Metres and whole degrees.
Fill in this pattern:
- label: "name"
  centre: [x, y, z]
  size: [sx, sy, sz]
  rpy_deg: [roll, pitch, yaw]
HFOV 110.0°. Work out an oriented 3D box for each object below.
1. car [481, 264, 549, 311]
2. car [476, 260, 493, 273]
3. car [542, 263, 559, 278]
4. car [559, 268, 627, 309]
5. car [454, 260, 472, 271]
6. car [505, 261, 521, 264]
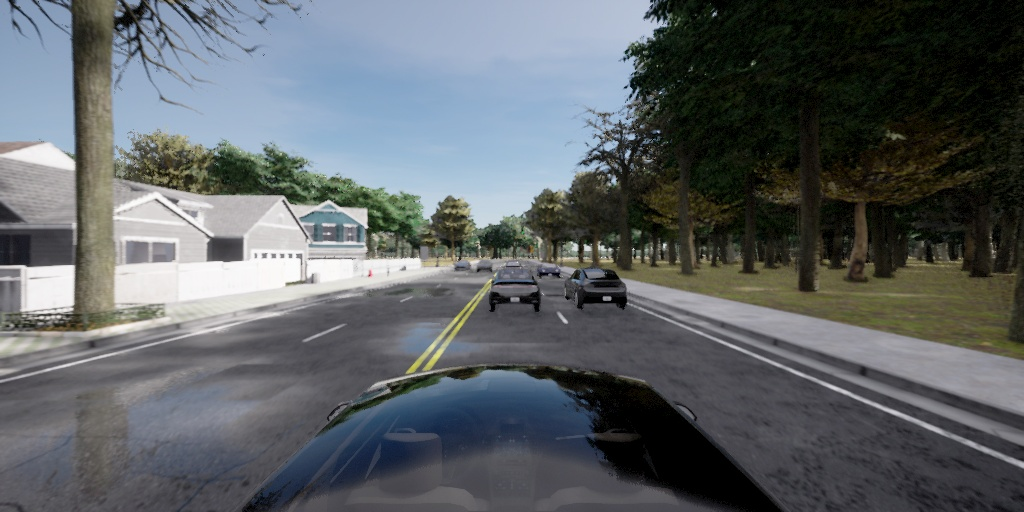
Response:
- label: "car"
  centre: [0.099, 1.240, 14.416]
  size: [2.128, 1.511, 4.902]
  rpy_deg: [0, 0, 0]
- label: "car"
  centre: [-3.321, 1.246, 44.150]
  size: [1.837, 1.490, 4.892]
  rpy_deg: [0, -1, 0]
- label: "car"
  centre: [3.345, 1.344, 33.576]
  size: [1.895, 1.301, 4.718]
  rpy_deg: [0, 0, 0]
- label: "car"
  centre: [3.350, 1.254, 15.050]
  size: [1.837, 1.490, 4.892]
  rpy_deg: [0, 0, 0]
- label: "car"
  centre: [-6.539, 1.285, 48.361]
  size: [2.033, 1.411, 5.357]
  rpy_deg: [0, 0, 1]
- label: "car"
  centre: [0.096, 1.235, 33.090]
  size: [2.128, 1.511, 4.902]
  rpy_deg: [0, 0, 0]
